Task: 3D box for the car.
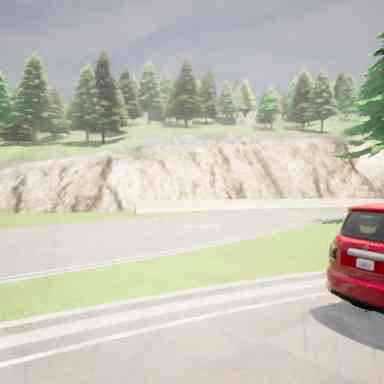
[{"bbox_3d":[5.099,1.234,6.174,5.566,2.045,2.150,1,0,-24],"label":"car"}]
